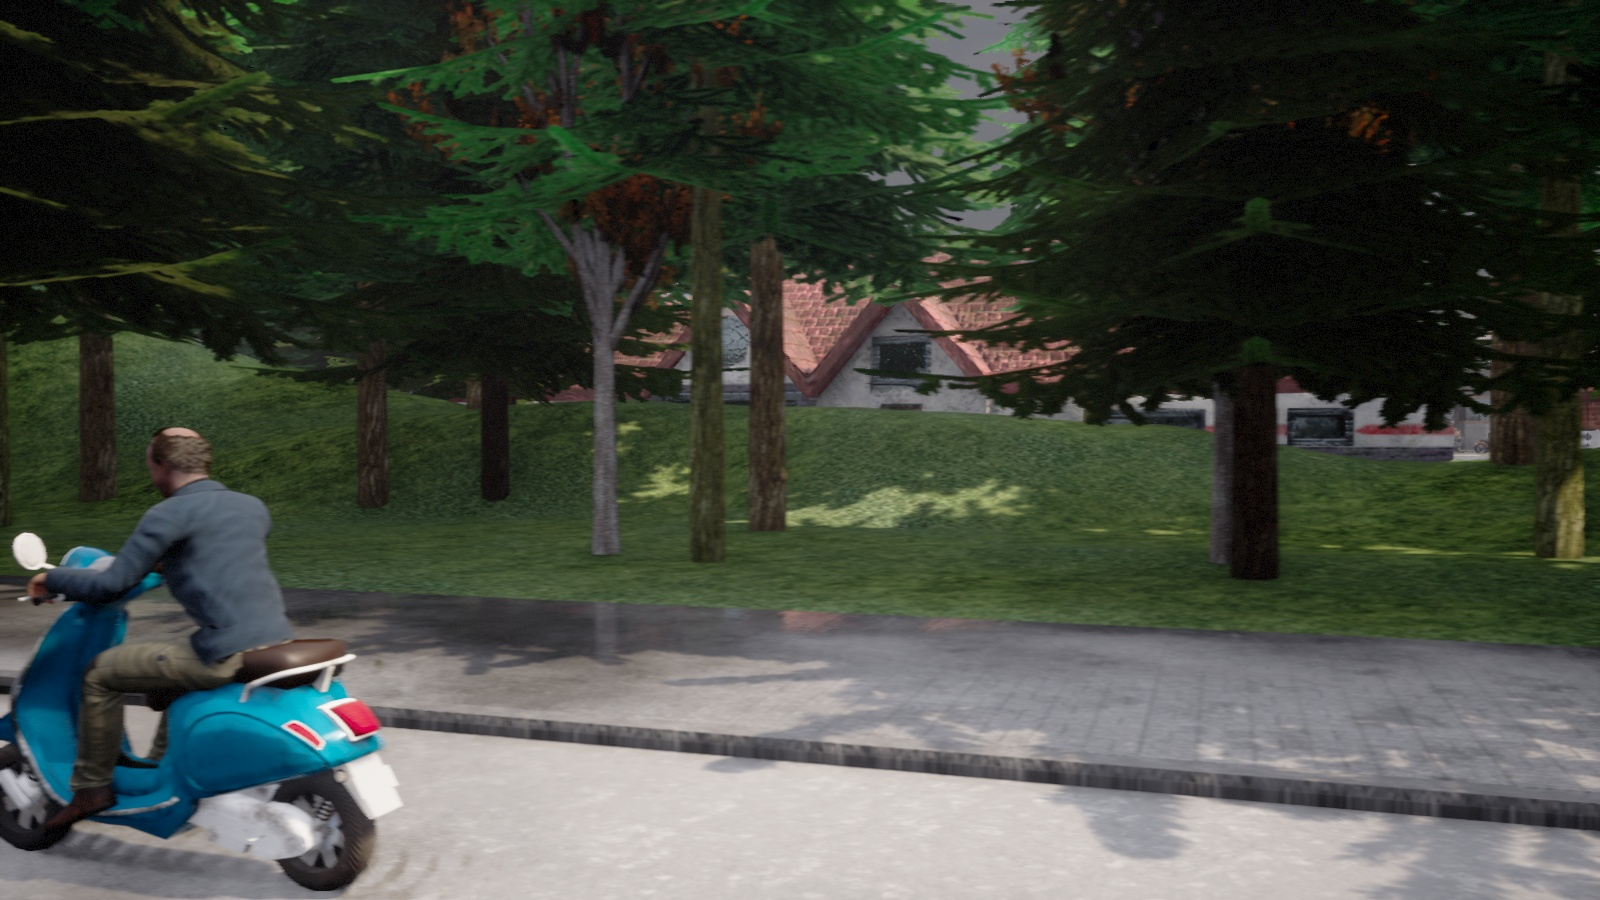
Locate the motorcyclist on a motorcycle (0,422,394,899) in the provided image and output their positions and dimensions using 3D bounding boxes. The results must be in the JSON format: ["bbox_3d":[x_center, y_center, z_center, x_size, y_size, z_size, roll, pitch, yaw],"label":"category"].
[{"bbox_3d":[-2.514,0.695,4.566,1.817,1.590,0.866,1,1,19],"label":"motorcyclist on a motorcycle"}]

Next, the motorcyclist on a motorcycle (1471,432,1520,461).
[{"bbox_3d":[40.247,-0.229,72.654,2.350,1.649,0.766,1,1,19],"label":"motorcyclist on a motorcycle"}]
